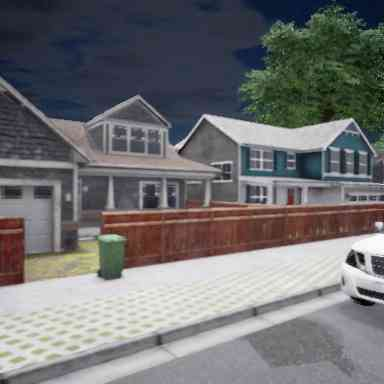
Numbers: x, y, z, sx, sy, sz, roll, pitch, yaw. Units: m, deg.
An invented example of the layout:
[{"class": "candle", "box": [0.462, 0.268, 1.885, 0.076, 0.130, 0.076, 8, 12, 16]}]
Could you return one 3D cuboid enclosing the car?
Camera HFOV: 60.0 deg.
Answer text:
[{"class": "car", "box": [5.460, 1.235, 6.969, 5.566, 2.045, 2.150, 0, 0, -35]}]
